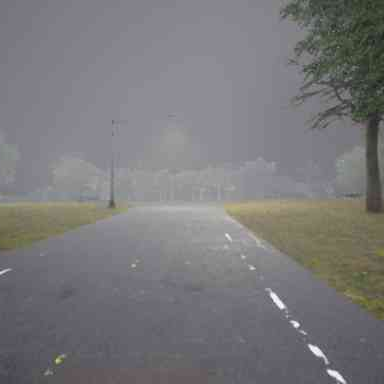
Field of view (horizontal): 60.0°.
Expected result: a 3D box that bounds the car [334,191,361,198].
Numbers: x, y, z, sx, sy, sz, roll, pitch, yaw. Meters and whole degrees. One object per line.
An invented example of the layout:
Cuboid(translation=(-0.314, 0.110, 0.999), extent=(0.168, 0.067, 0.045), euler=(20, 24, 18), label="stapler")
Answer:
Cuboid(translation=(27.905, 0.518, 59.824), extent=(4.674, 1.442, 1.812), euler=(-2, -2, -1), label="car")

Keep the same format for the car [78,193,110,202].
Cuboid(translation=(-15.367, 0.892, 52.364), extent=(4.902, 1.511, 2.128), euler=(-1, -2, 1), label="car")
